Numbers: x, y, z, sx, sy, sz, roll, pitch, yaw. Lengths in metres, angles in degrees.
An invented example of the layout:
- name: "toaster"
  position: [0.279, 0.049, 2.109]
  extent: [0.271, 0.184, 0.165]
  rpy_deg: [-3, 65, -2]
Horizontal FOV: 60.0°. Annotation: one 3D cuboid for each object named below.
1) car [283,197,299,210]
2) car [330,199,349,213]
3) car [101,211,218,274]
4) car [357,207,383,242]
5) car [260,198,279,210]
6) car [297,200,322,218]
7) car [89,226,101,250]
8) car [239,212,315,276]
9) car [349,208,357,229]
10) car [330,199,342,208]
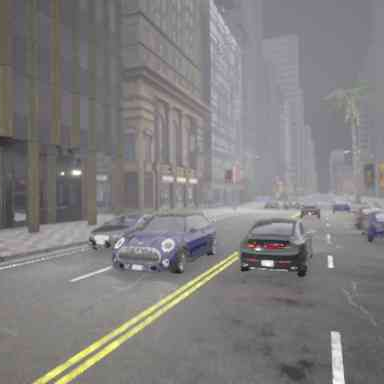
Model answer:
- name: "car"
  position: [15.427, 1.717, 51.443]
  extent: [2.150, 2.045, 5.566]
  rpy_deg: [-1, -1, 22]
- name: "car"
  position: [18.681, 1.820, 41.863]
  extent: [1.882, 1.535, 5.008]
  rpy_deg: [-1, -1, 22]
- name: "car"
  position: [-0.700, 1.504, 11.265]
  extent: [2.097, 1.767, 4.553]
  rpy_deg: [-1, -1, 22]
- name: "car"
  position: [9.616, 1.645, 16.637]
  extent: [1.812, 1.442, 4.674]
  rpy_deg: [-1, -1, 22]
- name: "car"
  position: [12.987, 2.095, 54.056]
  extent: [2.033, 1.411, 5.357]
  rpy_deg: [-1, -1, 22]
- name: "car"
  position: [12.186, 1.819, 34.145]
  extent: [1.837, 1.490, 4.892]
  rpy_deg: [-1, 0, 22]
- name: "car"
  position: [-2.644, 1.711, 15.144]
  extent: [2.128, 1.511, 4.902]
  rpy_deg: [-1, -1, 22]
- name: "car"
  position: [2.857, 1.617, 10.859]
  extent: [1.837, 1.490, 4.892]
  rpy_deg: [-1, -1, 22]
- name: "car"
  position: [11.848, 1.693, 22.207]
  extent: [1.812, 1.442, 4.674]
  rpy_deg: [-1, -1, 22]
- name: "car"
  position: [25.686, 1.965, 59.371]
  extent: [1.882, 1.535, 5.008]
  rpy_deg: [-1, -1, 22]
